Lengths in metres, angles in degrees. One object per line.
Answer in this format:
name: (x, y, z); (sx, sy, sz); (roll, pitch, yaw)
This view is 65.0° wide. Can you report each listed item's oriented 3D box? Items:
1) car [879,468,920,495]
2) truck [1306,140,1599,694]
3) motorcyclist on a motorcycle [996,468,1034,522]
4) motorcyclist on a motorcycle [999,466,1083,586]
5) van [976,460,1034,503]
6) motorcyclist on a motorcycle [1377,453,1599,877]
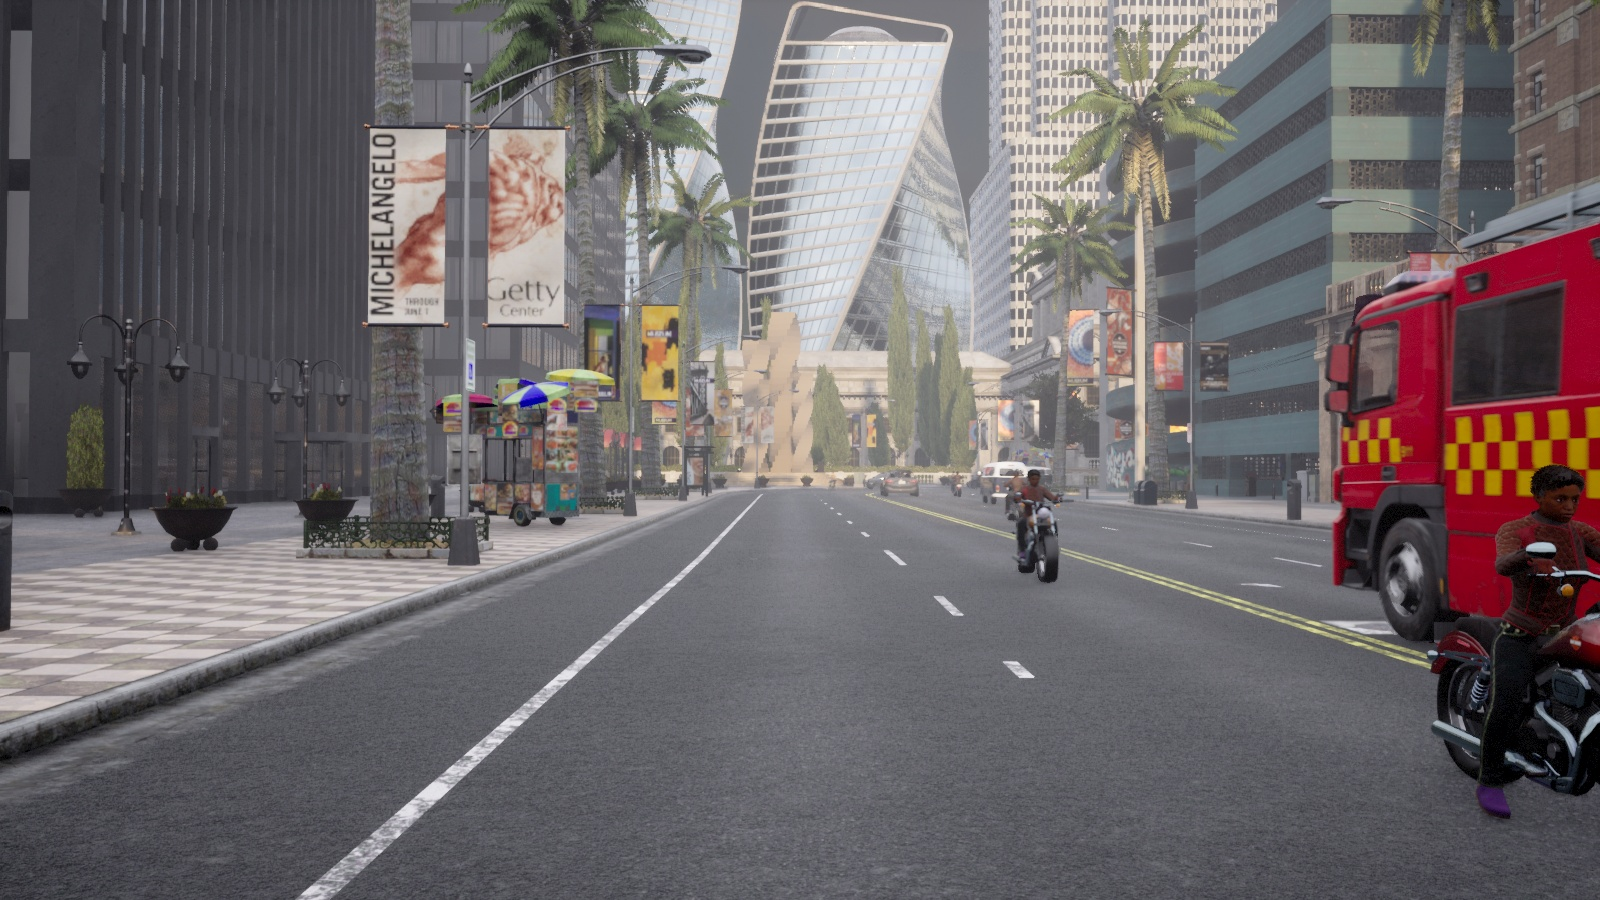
car: (6.298, 1.970, 79.789); (2.242, 1.667, 4.611); (0, -1, 0)
truck: (6.981, -0.220, 9.444); (2.891, 3.827, 8.468); (0, -1, 0)
motorcyclist on a motorcycle: (6.773, 1.401, 39.612); (0.766, 1.649, 2.350); (0, -1, -1)
motorcyclist on a motorcycle: (3.493, 1.059, 18.388); (0.766, 1.649, 2.350); (0, -1, 0)
van: (9.997, 1.530, 61.609); (2.069, 2.038, 4.480); (0, -1, -1)
motorcyclist on a motorcycle: (3.492, 0.844, 5.565); (0.766, 1.649, 2.350); (0, -1, 0)
